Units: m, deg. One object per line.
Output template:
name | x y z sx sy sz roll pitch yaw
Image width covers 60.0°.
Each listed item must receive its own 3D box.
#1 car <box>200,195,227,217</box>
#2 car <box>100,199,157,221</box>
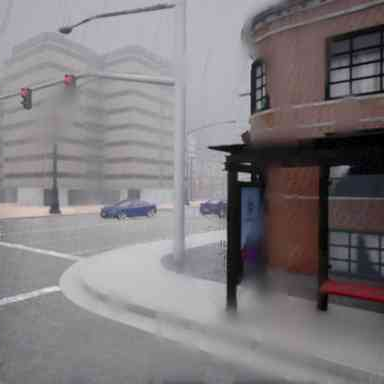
car | 2.650 1.363 30.225 1.882 1.535 5.008 1 0 35
car | -4.892 1.336 25.959 1.882 1.535 5.008 1 0 35
